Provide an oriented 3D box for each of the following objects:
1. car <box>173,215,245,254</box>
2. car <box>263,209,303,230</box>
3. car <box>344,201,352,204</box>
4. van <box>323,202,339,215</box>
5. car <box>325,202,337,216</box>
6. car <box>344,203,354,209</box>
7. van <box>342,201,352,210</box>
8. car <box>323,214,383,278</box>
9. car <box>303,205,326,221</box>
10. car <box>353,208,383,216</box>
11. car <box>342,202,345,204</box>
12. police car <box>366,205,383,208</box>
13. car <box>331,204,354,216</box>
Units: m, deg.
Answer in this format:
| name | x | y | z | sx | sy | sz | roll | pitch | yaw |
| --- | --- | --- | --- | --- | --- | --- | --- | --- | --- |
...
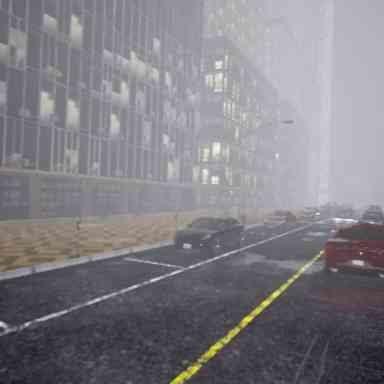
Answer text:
| name | x | y | z | sx | sy | sz | roll | pitch | yaw |
| --- | --- | --- | --- | --- | --- | --- | --- | --- | --- |
| car | 0.906 | 1.707 | 14.367 | 1.947 | 1.339 | 4.313 | 2 | 0 | 29 |
| car | 6.497 | 1.977 | 24.279 | 1.802 | 1.307 | 4.206 | 2 | 0 | 29 |
| car | 31.664 | 2.957 | 68.891 | 1.967 | 1.590 | 4.097 | 2 | 0 | 29 |
| van | 20.485 | 2.363 | 49.066 | 1.690 | 1.788 | 3.998 | 2 | 0 | 29 |
| car | 17.682 | 2.442 | 44.108 | 1.887 | 1.381 | 4.507 | 2 | 0 | 29 |
| car | 37.252 | 3.328 | 78.805 | 1.947 | 1.339 | 4.313 | 2 | 0 | 29 |
| van | 34.465 | 2.981 | 73.849 | 1.690 | 1.788 | 3.998 | 2 | 0 | 29 |
| car | 5.542 | 1.740 | 10.803 | 1.882 | 1.535 | 5.008 | 2 | 0 | 29 |
| car | 12.090 | 2.197 | 34.194 | 2.008 | 1.369 | 4.403 | 2 | 0 | 29 |
| car | 13.806 | 2.202 | 25.462 | 1.994 | 1.385 | 4.181 | 2 | 0 | 29 |
| car | 23.272 | 2.729 | 54.021 | 1.802 | 1.307 | 4.206 | 2 | 0 | 29 |
| police car | 22.259 | 2.444 | 40.644 | 1.930 | 1.638 | 5.238 | 2 | 0 | 29 |
| car | 18.345 | 2.453 | 39.870 | 1.994 | 1.385 | 4.181 | 2 | -1 | 30 |
